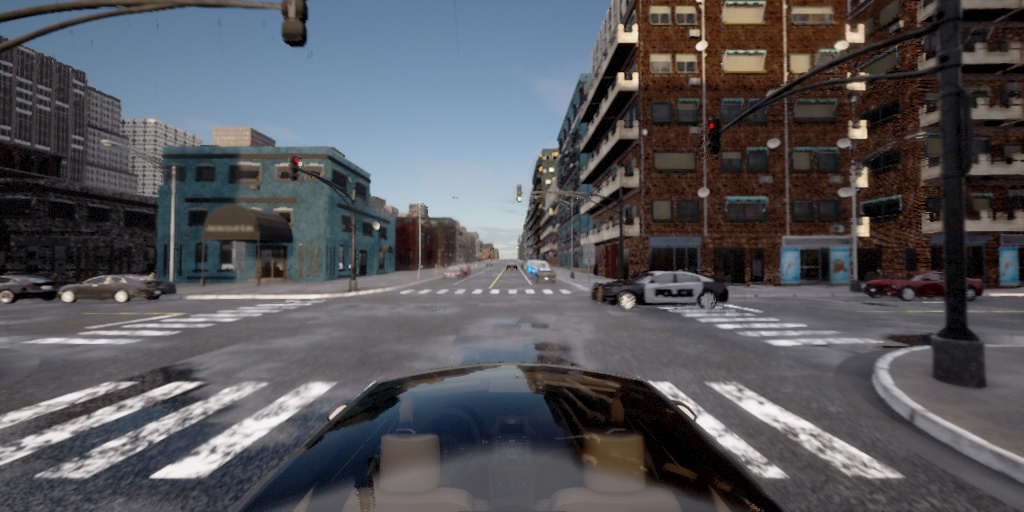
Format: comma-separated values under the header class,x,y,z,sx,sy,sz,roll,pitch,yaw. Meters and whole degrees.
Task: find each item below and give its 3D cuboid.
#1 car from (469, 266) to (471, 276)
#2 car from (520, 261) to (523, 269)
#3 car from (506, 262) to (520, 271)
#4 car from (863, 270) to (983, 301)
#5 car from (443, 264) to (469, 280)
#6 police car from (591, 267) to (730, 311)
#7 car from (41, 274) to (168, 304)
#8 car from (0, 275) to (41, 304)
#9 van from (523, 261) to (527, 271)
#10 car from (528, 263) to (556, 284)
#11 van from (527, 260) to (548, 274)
class,x,y,z,sx,sy,sz,roll,pitch,yaw
car,-5.689,1.603,41.105,1.888,1.381,4.507,0,0,0
car,2.693,1.706,58.053,1.751,1.417,4.829,0,0,0
car,0.001,1.667,59.054,1.882,1.535,5.008,0,0,0
car,19.624,1.390,17.227,4.507,1.381,1.888,0,0,1
car,-5.689,1.598,35.525,1.802,1.307,4.207,0,0,0
police car,5.943,1.276,14.613,5.238,1.638,1.930,0,-1,1
car,-19.714,1.581,17.767,4.403,1.370,2.007,0,0,1
car,-25.196,1.623,17.842,4.313,1.339,1.948,0,0,1
van,2.692,1.441,46.722,1.690,1.789,3.998,0,0,0
car,2.692,1.524,29.981,2.007,1.370,4.403,0,0,0
van,2.692,1.357,35.560,1.690,1.789,3.998,0,0,0
